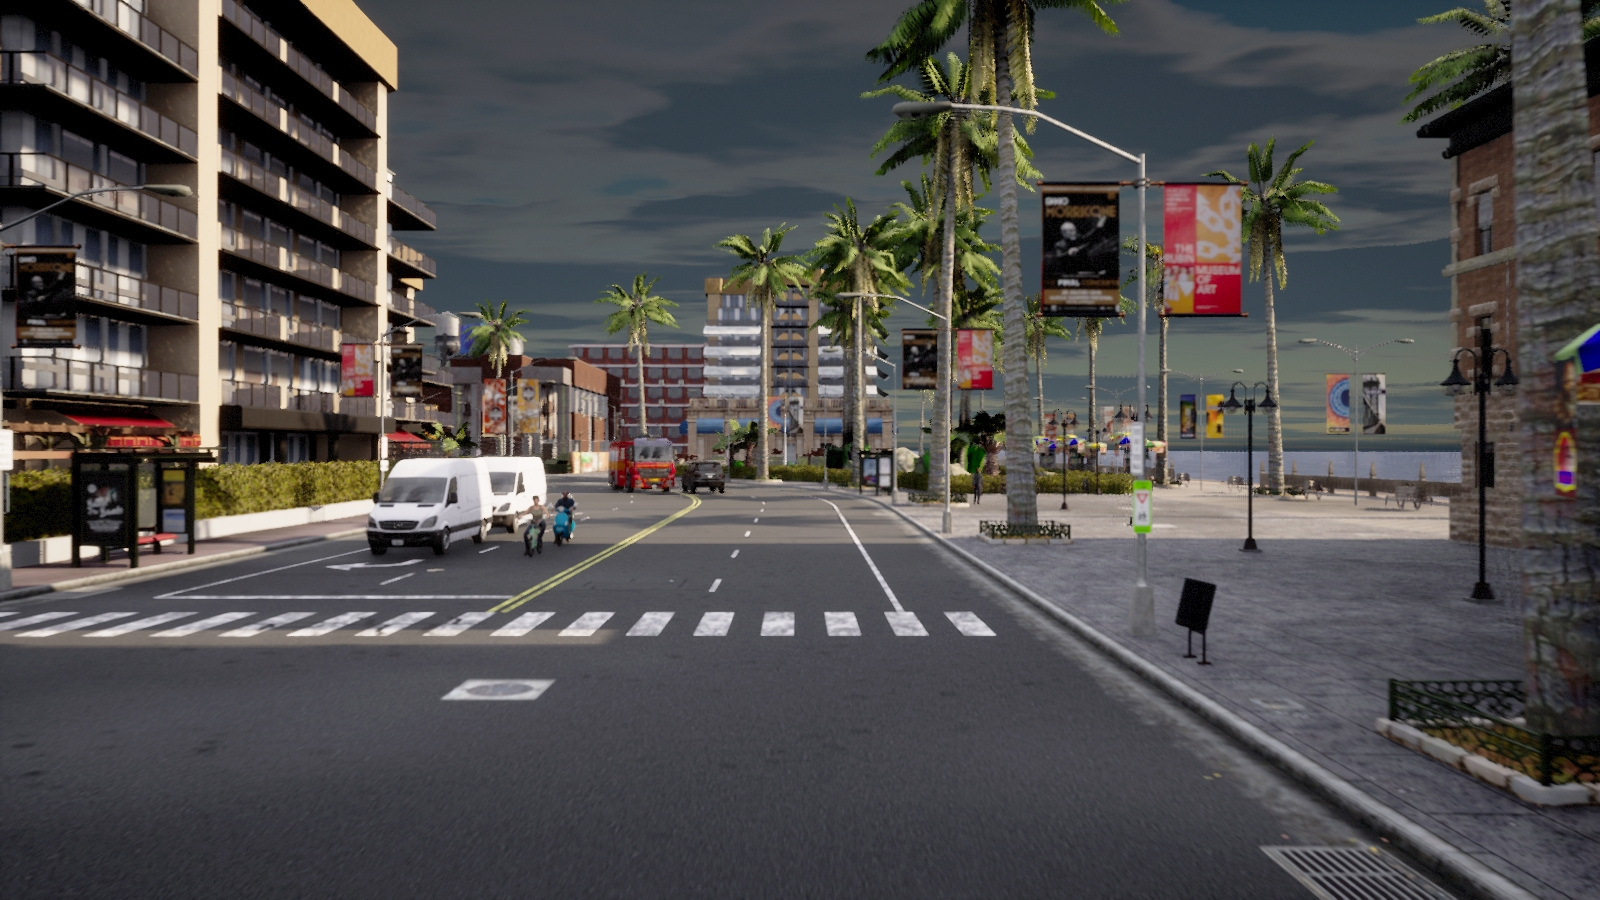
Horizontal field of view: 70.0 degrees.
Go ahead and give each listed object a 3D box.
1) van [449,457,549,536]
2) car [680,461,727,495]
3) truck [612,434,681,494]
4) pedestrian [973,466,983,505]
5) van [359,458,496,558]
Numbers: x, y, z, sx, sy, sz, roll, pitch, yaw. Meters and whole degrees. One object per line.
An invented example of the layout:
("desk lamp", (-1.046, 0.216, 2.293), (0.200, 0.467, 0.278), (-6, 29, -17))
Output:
("van", (-10.500, 1.534, 40.389), (1.988, 2.561, 5.915), (0, 0, 0))
("car", (-6.372, 1.779, 74.730), (2.150, 2.045, 5.566), (0, 0, -15))
("truck", (-10.447, 0.890, 77.074), (2.891, 3.827, 8.468), (0, 0, -20))
("pedestrian", (8.500, 1.696, 54.663), (0.375, 1.860, 0.375), (0, 0, -7))
("van", (-10.494, 1.534, 32.729), (1.988, 2.561, 5.915), (0, 0, 0))
